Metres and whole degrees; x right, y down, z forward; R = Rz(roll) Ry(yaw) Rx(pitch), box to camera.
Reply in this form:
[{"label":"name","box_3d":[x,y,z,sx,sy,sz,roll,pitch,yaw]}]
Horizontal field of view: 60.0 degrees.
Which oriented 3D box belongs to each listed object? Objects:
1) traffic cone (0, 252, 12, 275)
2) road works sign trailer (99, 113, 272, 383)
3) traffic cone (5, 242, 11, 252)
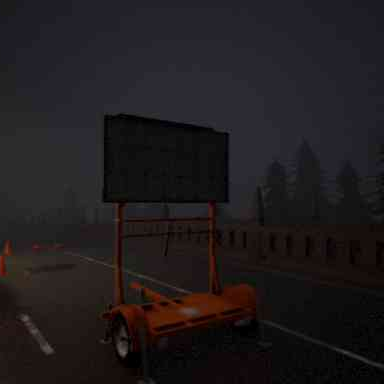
[{"label":"traffic cone","box_3d":[-5.964,2.287,10.456,0.340,0.580,0.340,1,-3,-37]},{"label":"road works sign trailer","box_3d":[-0.461,0.589,5.763,2.380,3.560,2.880,1,-2,-34]},{"label":"traffic cone","box_3d":[-8.772,2.657,15.842,0.340,0.580,0.340,1,-5,-37]}]
